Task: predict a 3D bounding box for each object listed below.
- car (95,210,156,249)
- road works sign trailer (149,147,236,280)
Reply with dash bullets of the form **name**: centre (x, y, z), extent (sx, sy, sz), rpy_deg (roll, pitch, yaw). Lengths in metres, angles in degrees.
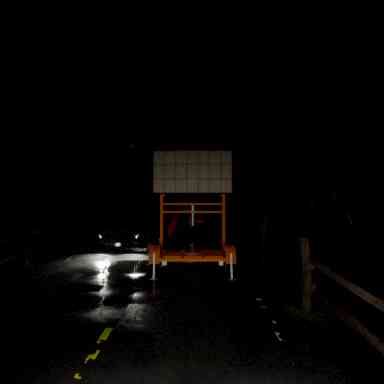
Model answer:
- **car**: centre (-2.716, 1.545, 14.834), extent (2.033, 1.411, 5.357), rpy_deg (0, 0, 0)
- **road works sign trailer**: centre (0.021, 0.463, 9.901), extent (2.380, 3.560, 2.880), rpy_deg (0, 0, 0)
